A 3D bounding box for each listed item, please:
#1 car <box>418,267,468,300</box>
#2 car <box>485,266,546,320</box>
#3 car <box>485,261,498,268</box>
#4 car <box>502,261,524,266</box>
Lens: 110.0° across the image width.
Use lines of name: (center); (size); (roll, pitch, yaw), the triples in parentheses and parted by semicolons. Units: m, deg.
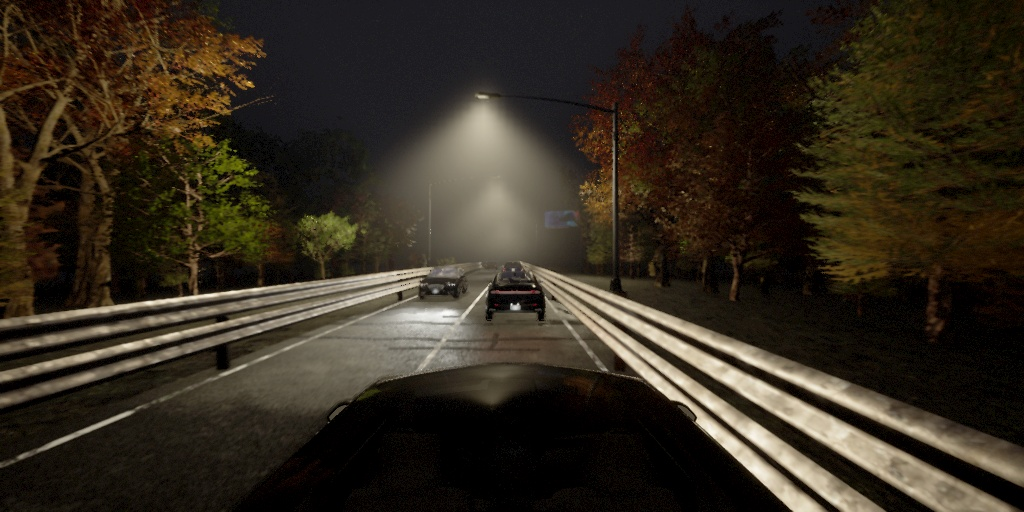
car: (-3.348, 1.305, 18.189); (2.128, 1.511, 4.902); (0, 0, 0)
car: (0.100, 1.272, 12.642); (2.128, 1.511, 4.902); (0, 0, 0)
car: (-3.323, 1.569, 58.849); (1.882, 1.535, 5.008); (0, 0, 0)
car: (0.100, 1.270, 33.460); (2.097, 1.767, 4.553); (0, 0, 0)
